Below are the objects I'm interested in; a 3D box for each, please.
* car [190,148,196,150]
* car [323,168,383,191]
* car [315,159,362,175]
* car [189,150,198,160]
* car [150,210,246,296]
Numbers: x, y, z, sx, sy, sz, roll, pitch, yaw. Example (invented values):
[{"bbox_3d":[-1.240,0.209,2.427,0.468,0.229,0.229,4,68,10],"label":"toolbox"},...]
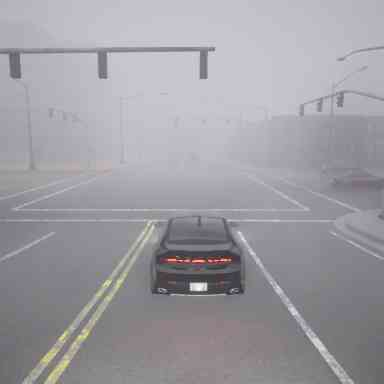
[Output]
[{"bbox_3d":[0.291,-10.596,88.460,2.150,2.045,5.566,0,8,0],"label":"car"},{"bbox_3d":[12.538,-0.880,25.003,4.181,1.385,1.994,0,8,0],"label":"car"},{"bbox_3d":[15.671,-2.653,35.540,4.553,1.767,2.097,0,8,0],"label":"car"},{"bbox_3d":[0.324,-7.237,67.940,2.033,1.411,5.357,0,8,0],"label":"car"},{"bbox_3d":[0.116,1.200,8.062,1.837,1.490,4.892,0,4,0],"label":"car"}]
